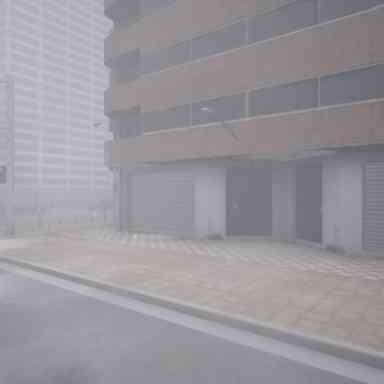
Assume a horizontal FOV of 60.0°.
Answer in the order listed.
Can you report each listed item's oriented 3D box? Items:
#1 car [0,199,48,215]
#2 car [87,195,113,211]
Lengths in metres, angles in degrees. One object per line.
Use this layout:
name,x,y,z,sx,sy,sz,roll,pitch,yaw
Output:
car,-16.749,1.505,32.686,1.837,1.490,4.892,0,0,37
car,-10.499,1.505,40.939,1.837,1.490,4.892,0,0,37
